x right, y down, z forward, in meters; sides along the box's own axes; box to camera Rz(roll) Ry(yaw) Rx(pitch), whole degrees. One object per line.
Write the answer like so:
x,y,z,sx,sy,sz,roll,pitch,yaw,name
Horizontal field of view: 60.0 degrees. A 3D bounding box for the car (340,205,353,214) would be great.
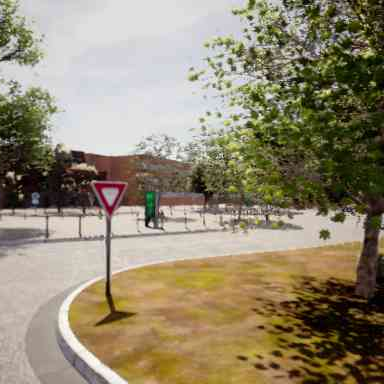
21.816,2.371,45.342,1.895,1.301,4.718,0,-1,4,car
